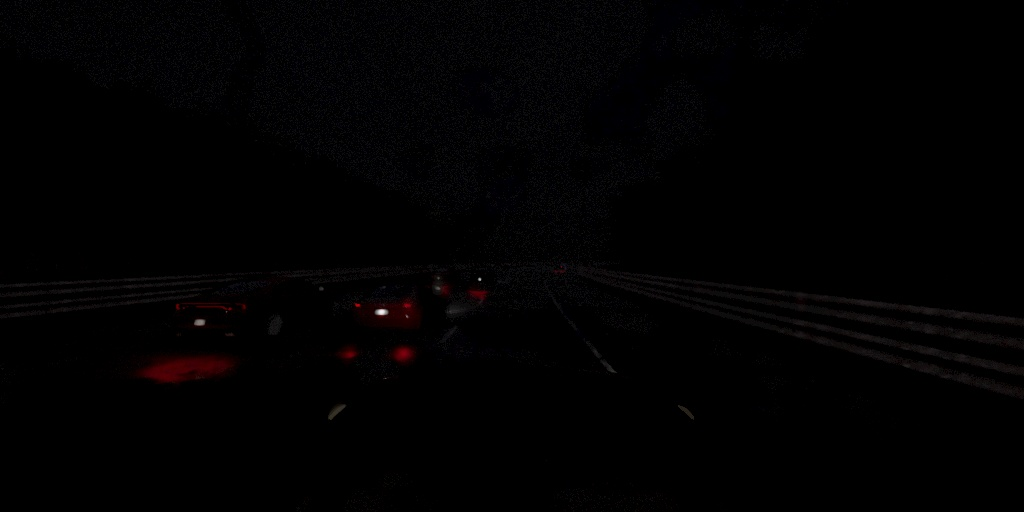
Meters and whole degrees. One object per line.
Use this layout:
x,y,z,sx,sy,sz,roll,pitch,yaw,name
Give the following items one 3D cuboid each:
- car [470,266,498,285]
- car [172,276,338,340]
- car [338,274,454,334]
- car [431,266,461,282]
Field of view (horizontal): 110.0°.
-2.331,1.592,30.216,1.837,1.490,4.892,0,-1,4,car
-6.771,1.318,10.313,1.882,1.535,5.008,0,0,1,car
-3.253,1.417,11.074,1.994,1.385,4.181,0,-1,1,car
-5.755,1.623,31.196,1.812,1.442,4.674,0,-1,4,car
